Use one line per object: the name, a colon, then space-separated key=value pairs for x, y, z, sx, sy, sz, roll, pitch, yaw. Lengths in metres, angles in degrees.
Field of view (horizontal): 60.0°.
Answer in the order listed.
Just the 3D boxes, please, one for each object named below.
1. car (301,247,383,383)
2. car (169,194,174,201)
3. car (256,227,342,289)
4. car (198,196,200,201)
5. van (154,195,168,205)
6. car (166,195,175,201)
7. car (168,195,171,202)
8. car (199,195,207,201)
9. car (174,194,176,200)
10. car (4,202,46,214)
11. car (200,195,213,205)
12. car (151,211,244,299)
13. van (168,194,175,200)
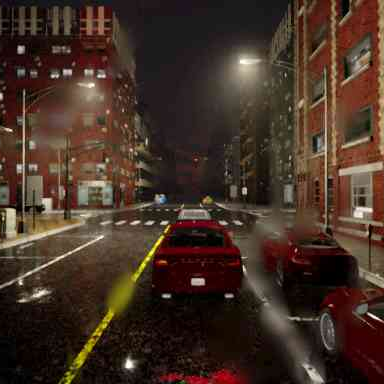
car: x=2.669 y=1.582 z=3.178 sx=1.802 sy=1.307 sz=4.206 roll=1 pitch=0 yaw=0
car: x=-5.633 y=1.591 z=75.088 sx=1.802 sy=1.307 sz=4.206 roll=1 pitch=0 yaw=0
car: x=2.842 y=1.583 z=8.834 sx=1.802 sy=1.307 sz=4.206 roll=1 pitch=0 yaw=0
car: x=2.751 y=1.555 z=80.698 sx=1.887 sy=1.381 sz=4.507 roll=1 pitch=0 yaw=0
van: x=-5.640 y=1.346 z=58.132 sx=1.690 sy=1.788 sz=3.998 roll=1 pitch=0 yaw=0
car: x=-5.626 y=1.563 z=86.393 sx=2.008 sy=1.369 sz=4.403 roll=1 pitch=0 yaw=0
car: x=-5.640 y=1.588 z=63.784 sx=1.802 sy=1.307 sz=4.206 roll=1 pitch=0 yaw=0
car: x=2.754 y=1.578 z=86.349 sx=1.947 sy=1.339 sz=4.313 roll=1 pitch=0 yaw=0
car: x=-5.629 y=1.535 z=80.571 sx=1.752 sy=1.417 sz=4.829 roll=1 pitch=0 yaw=0
car: x=-18.688 y=1.721 z=37.230 sx=4.313 sy=1.339 sz=1.947 roll=0 pitch=-1 yaw=0
car: x=2.737 y=1.531 z=58.258 sx=1.752 sy=1.417 sz=4.829 roll=1 pitch=0 yaw=0
car: x=0.103 y=1.478 z=8.514 sx=1.882 sy=1.535 sz=5.008 roll=0 pitch=0 yaw=0
van: x=-5.619 y=1.355 z=92.045 sx=1.690 sy=1.788 sz=3.998 roll=1 pitch=0 yaw=0
